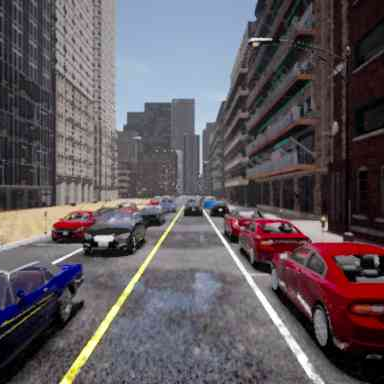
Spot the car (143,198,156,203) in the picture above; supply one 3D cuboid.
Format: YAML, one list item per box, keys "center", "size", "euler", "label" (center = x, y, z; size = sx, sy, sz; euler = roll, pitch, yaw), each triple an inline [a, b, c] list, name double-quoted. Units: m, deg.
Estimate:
- center: [-5.644, 1.730, 39.104]
  size: [1.752, 1.417, 4.829]
  euler: [0, 0, 0]
  label: "car"

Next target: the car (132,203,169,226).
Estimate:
- center: [-3.049, 1.728, 24.951]
  size: [1.895, 1.301, 4.718]
  euler: [0, 0, 0]
  label: "car"

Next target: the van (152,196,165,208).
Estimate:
- center: [-5.622, 1.642, 55.858]
  size: [1.690, 1.788, 3.998]
  euler: [0, 0, 0]
  label: "van"

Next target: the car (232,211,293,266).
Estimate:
- center: [2.700, 1.602, 11.624]
  size: [1.887, 1.381, 4.507]
  euler: [0, 0, 0]
  label: "car"

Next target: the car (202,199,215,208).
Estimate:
- center: [2.760, 1.845, 55.845]
  size: [1.887, 1.381, 4.507]
  euler: [0, 0, 0]
  label: "car"

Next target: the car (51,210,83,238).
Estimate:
- center: [-5.673, 1.631, 17.164]
  size: [1.887, 1.381, 4.507]
  euler: [0, 0, 0]
  label: "car"

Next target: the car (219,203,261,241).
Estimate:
- center: [2.707, 1.526, 17.152]
  size: [1.967, 1.590, 4.097]
  euler: [0, 0, 0]
  label: "car"

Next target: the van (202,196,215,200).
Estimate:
- center: [2.751, 1.610, 50.318]
  size: [1.690, 1.788, 3.998]
  euler: [0, 0, 0]
  label: "van"

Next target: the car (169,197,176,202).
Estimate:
- center: [-5.569, 2.124, 94.549]
  size: [1.802, 1.307, 4.206]
  euler: [0, 0, 0]
  label: "car"

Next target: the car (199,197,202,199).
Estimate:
- center: [0.075, 1.759, 47.385]
  size: [1.837, 1.490, 4.892]
  euler: [0, 0, 0]
  label: "car"

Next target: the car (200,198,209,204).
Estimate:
- center: [2.789, 2.000, 77.955]
  size: [1.947, 1.339, 4.313]
  euler: [0, 0, 0]
  label: "car"

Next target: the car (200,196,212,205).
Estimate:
- center: [2.772, 1.681, 66.902]
  size: [2.192, 1.841, 5.009]
  euler: [0, 0, 0]
  label: "car"

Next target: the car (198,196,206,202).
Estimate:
- center: [2.810, 1.982, 94.538]
  size: [1.967, 1.590, 4.097]
  euler: [0, 0, 0]
  label: "car"

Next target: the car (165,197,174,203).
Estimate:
- center: [-5.584, 2.021, 83.495]
  size: [2.008, 1.369, 4.403]
  euler: [0, 0, 0]
  label: "car"

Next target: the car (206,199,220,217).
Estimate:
- center: [2.729, 1.740, 33.735]
  size: [1.947, 1.339, 4.313]
  euler: [0, 0, 0]
  label: "car"

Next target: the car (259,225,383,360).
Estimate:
- center: [2.693, 1.575, 6.097]
  size: [1.887, 1.381, 4.507]
  euler: [0, 0, 0]
  label: "car"

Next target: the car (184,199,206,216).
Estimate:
- center: [0.150, 1.746, 35.080]
  size: [1.994, 1.385, 4.181]
  euler: [0, 0, 0]
  label: "car"

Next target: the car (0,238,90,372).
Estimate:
- center: [-3.078, 1.624, 4.452]
  size: [1.895, 1.301, 4.718]
  euler: [0, 0, 0]
  label: "car"

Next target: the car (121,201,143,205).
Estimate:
- center: [-5.659, 1.584, 28.220]
  size: [1.967, 1.590, 4.097]
  euler: [0, 0, 0]
  label: "car"

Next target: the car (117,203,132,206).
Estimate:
- center: [-5.665, 1.680, 22.692]
  size: [1.947, 1.339, 4.313]
  euler: [0, 0, 0]
  label: "car"

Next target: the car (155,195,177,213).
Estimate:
- center: [-2.947, 1.562, 40.140]
  size: [2.097, 1.767, 4.553]
  euler: [0, 0, 0]
  label: "car"

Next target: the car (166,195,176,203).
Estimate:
- center: [-5.578, 1.821, 89.023]
  size: [2.192, 1.841, 5.009]
  euler: [0, 0, 0]
  label: "car"

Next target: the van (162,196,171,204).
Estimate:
- center: [-5.600, 1.741, 72.440]
  size: [1.690, 1.788, 3.998]
  euler: [0, 0, 0]
  label: "van"

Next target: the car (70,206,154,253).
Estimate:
- center: [-3.070, 1.562, 14.016]
  size: [2.128, 1.511, 4.902]
  euler: [0, 0, 0]
  label: "car"

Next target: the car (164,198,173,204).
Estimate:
- center: [-5.591, 2.017, 77.966]
  size: [1.802, 1.307, 4.206]
  euler: [0, 0, 0]
  label: "car"
